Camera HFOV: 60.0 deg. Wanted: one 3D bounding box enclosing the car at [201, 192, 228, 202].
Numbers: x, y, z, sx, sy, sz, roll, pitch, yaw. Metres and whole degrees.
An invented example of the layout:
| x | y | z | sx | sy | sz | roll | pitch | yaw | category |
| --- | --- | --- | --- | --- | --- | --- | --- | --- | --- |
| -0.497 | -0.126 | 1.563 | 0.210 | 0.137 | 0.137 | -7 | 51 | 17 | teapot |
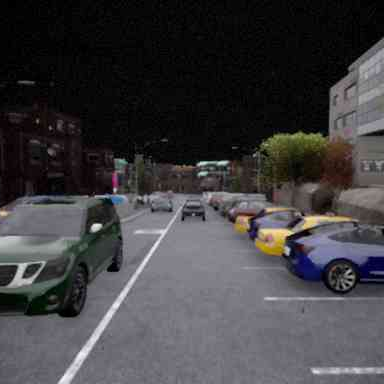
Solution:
| x | y | z | sx | sy | sz | roll | pitch | yaw | category |
| --- | --- | --- | --- | --- | --- | --- | --- | --- | --- |
| 4.631 | 1.098 | 69.659 | 5.566 | 2.045 | 2.435 | 0 | 0 | 0 | car |

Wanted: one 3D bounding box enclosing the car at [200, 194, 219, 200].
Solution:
| x | y | z | sx | sy | sz | roll | pitch | yaw | category |
| --- | --- | --- | --- | --- | --- | --- | --- | --- | --- |
| 4.656 | 1.281 | 89.228 | 4.892 | 1.521 | 2.231 | 0 | 1 | 0 | car |

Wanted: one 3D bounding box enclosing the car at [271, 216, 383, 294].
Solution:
| x | y | z | sx | sy | sz | roll | pitch | yaw | category |
| --- | --- | --- | --- | --- | --- | --- | --- | --- | --- |
| 4.680 | 1.494 | 8.200 | 4.792 | 1.488 | 2.163 | 0 | 0 | 0 | car |

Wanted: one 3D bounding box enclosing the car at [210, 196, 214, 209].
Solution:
| x | y | z | sx | sy | sz | roll | pitch | yaw | category |
| --- | --- | --- | --- | --- | --- | --- | --- | --- | --- |
| 4.649 | 1.417 | 33.468 | 5.008 | 1.535 | 2.097 | 0 | 0 | 0 | car |

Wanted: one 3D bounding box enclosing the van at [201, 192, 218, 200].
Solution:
| x | y | z | sx | sy | sz | roll | pitch | yaw | category |
| --- | --- | --- | --- | --- | --- | --- | --- | --- | --- |
| 4.545 | 1.086 | 86.418 | 4.442 | 1.987 | 1.878 | 0 | 1 | 0 | van |

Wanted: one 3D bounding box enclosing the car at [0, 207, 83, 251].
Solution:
| x | y | z | sx | sy | sz | roll | pitch | yaw | category |
| --- | --- | --- | --- | --- | --- | --- | --- | --- | --- |
| -7.493 | 1.452 | 13.640 | 5.366 | 1.575 | 1.946 | 0 | 0 | 0 | car |

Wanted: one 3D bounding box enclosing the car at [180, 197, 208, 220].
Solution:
| x | y | z | sx | sy | sz | roll | pitch | yaw | category |
| --- | --- | --- | --- | --- | --- | --- | --- | --- | --- |
| 0.105 | 1.455 | 27.496 | 1.837 | 1.490 | 4.892 | 0 | 0 | 0 | car |

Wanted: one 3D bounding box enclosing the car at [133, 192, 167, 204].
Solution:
| x | y | z | sx | sy | sz | roll | pitch | yaw | category |
| --- | --- | --- | --- | --- | --- | --- | --- | --- | --- |
| -7.701 | 1.118 | 59.537 | 5.566 | 2.045 | 2.435 | 0 | 0 | 0 | car |

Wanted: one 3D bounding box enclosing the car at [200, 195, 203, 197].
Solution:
| x | y | z | sx | sy | sz | roll | pitch | yaw | category |
| --- | --- | --- | --- | --- | --- | --- | --- | --- | --- |
| 0.094 | 1.426 | 42.693 | 1.837 | 1.490 | 4.892 | 0 | 0 | 0 | car |

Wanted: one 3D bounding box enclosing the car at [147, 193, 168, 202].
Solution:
| x | y | z | sx | sy | sz | roll | pitch | yaw | category |
| --- | --- | --- | --- | --- | --- | --- | --- | --- | --- |
| -7.702 | 1.216 | 74.228 | 4.553 | 1.767 | 2.185 | 0 | 0 | 0 | car |

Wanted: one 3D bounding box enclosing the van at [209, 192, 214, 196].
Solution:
| x | y | z | sx | sy | sz | roll | pitch | yaw | category |
| --- | --- | --- | --- | --- | --- | --- | --- | --- | --- |
| 4.772 | 1.176 | 41.723 | 4.442 | 1.987 | 1.878 | 0 | 0 | 0 | van |

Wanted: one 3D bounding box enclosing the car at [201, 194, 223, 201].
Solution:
| x | y | z | sx | sy | sz | roll | pitch | yaw | category |
| --- | --- | --- | --- | --- | --- | --- | --- | --- | --- |
| 4.654 | 1.335 | 78.165 | 4.892 | 1.521 | 2.231 | 0 | 0 | 0 | car |

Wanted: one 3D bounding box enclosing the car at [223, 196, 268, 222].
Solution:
| x | y | z | sx | sy | sz | roll | pitch | yaw | category |
| --- | --- | --- | --- | --- | --- | --- | --- | --- | --- |
| 4.621 | 1.313 | 22.170 | 4.553 | 1.767 | 2.185 | 0 | 0 | 0 | car |

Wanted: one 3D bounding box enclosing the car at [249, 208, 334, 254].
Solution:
| x | y | z | sx | sy | sz | roll | pitch | yaw | category |
| --- | --- | --- | --- | --- | --- | --- | --- | --- | --- |
| 4.837 | 1.457 | 10.993 | 5.366 | 1.575 | 1.946 | 0 | 0 | 0 | car |

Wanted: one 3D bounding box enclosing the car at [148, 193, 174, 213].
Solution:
| x | y | z | sx | sy | sz | roll | pitch | yaw | category |
| --- | --- | --- | --- | --- | --- | --- | --- | --- | --- |
| -3.072 | 1.286 | 35.045 | 2.097 | 1.767 | 4.553 | 0 | 0 | 0 | car |

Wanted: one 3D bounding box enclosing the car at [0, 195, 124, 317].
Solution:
| x | y | z | sx | sy | sz | roll | pitch | yaw | category |
| --- | --- | --- | --- | --- | --- | --- | --- | --- | --- |
| -3.089 | 1.199 | 7.764 | 2.150 | 2.045 | 5.566 | 0 | 1 | 0 | car |

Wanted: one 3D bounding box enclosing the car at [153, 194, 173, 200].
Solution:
| x | y | z | sx | sy | sz | roll | pitch | yaw | category |
| --- | --- | --- | --- | --- | --- | --- | --- | --- | --- |
| -7.674 | 1.287 | 88.815 | 5.008 | 1.535 | 2.097 | 0 | 1 | 0 | car |

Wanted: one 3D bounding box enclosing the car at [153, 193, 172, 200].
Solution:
| x | y | z | sx | sy | sz | roll | pitch | yaw | category |
| --- | --- | --- | --- | --- | --- | --- | --- | --- | --- |
| -7.638 | 1.189 | 85.985 | 4.553 | 1.767 | 2.185 | 0 | 0 | 0 | car |

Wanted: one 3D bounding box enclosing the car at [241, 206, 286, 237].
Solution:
| x | y | z | sx | sy | sz | roll | pitch | yaw | category |
| --- | --- | --- | --- | --- | --- | --- | --- | --- | --- |
| 4.680 | 1.484 | 13.788 | 4.792 | 1.488 | 2.163 | 0 | 0 | 0 | car |

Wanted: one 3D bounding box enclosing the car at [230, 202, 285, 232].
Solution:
| x | y | z | sx | sy | sz | roll | pitch | yaw | category |
| --- | --- | --- | --- | --- | --- | --- | --- | --- | --- |
| 4.838 | 1.446 | 16.581 | 5.366 | 1.575 | 1.946 | 0 | 0 | 0 | car |

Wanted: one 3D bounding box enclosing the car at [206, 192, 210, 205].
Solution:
| x | y | z | sx | sy | sz | roll | pitch | yaw | category |
| --- | --- | --- | --- | --- | --- | --- | --- | --- | --- |
| 4.625 | 1.266 | 47.310 | 4.553 | 1.767 | 2.185 | 0 | 0 | 0 | car |

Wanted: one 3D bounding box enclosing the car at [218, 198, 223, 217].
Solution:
| x | y | z | sx | sy | sz | roll | pitch | yaw | category |
| --- | --- | --- | --- | --- | --- | --- | --- | --- | --- |
| 4.647 | 1.434 | 24.961 | 4.892 | 1.521 | 2.231 | 0 | 0 | 0 | car |

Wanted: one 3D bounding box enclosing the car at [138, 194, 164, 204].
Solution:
| x | y | z | sx | sy | sz | roll | pitch | yaw | category |
| --- | --- | --- | --- | --- | --- | --- | --- | --- | --- |
| -7.640 | 1.238 | 62.350 | 4.553 | 1.767 | 2.185 | 0 | 0 | 0 | car |

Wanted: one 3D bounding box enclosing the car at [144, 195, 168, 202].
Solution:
| x | y | z | sx | sy | sz | roll | pitch | yaw | category |
| --- | --- | --- | --- | --- | --- | --- | --- | --- | --- |
| -7.700 | 1.376 | 71.290 | 4.792 | 1.488 | 2.163 | 0 | 0 | 0 | car |

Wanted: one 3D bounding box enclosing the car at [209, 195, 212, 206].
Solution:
| x | y | z | sx | sy | sz | roll | pitch | yaw | category |
| --- | --- | --- | --- | --- | --- | --- | --- | --- | --- |
| 4.653 | 1.447 | 38.930 | 4.674 | 1.452 | 2.002 | 0 | 0 | 0 | car |

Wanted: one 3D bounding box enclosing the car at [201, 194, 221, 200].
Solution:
| x | y | z | sx | sy | sz | roll | pitch | yaw | category |
| --- | --- | --- | --- | --- | --- | --- | --- | --- | --- |
| 4.667 | 1.324 | 83.626 | 4.892 | 1.521 | 2.231 | 0 | 0 | 0 | car |

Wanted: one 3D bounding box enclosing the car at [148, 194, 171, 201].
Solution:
| x | y | z | sx | sy | sz | roll | pitch | yaw | category |
| --- | --- | --- | --- | --- | --- | --- | --- | --- | --- |
| -7.854 | 1.327 | 80.104 | 5.366 | 1.575 | 1.946 | 0 | 0 | 0 | car |

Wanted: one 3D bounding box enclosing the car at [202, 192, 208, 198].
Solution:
| x | y | z | sx | sy | sz | roll | pitch | yaw | category |
| --- | --- | --- | --- | --- | --- | --- | --- | --- | --- |
| 4.684 | 1.135 | 50.105 | 5.566 | 2.045 | 2.435 | 0 | 0 | 0 | car |

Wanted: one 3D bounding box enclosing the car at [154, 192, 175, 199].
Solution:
| x | y | z | sx | sy | sz | roll | pitch | yaw | category |
| --- | --- | --- | --- | --- | --- | --- | --- | --- | --- |
| -7.640 | 0.982 | 91.756 | 5.566 | 2.045 | 2.435 | 0 | 1 | 0 | car |

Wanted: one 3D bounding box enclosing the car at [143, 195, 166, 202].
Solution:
| x | y | z | sx | sy | sz | roll | pitch | yaw | category |
| --- | --- | --- | --- | --- | --- | --- | --- | --- | --- |
| -7.668 | 1.392 | 68.351 | 4.674 | 1.452 | 2.002 | 0 | 0 | 0 | car |

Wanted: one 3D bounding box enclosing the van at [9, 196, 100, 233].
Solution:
| x | y | z | sx | sy | sz | roll | pitch | yaw | category |
| --- | --- | --- | --- | --- | --- | --- | --- | --- | --- |
| -7.794 | 1.219 | 19.096 | 4.442 | 1.987 | 1.878 | 0 | 0 | 0 | van |

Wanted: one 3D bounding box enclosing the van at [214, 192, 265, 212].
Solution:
| x | y | z | sx | sy | sz | roll | pitch | yaw | category |
| --- | --- | --- | --- | --- | --- | --- | --- | --- | --- |
| 4.537 | 1.197 | 30.549 | 4.442 | 1.987 | 1.878 | 0 | 0 | 0 | van |

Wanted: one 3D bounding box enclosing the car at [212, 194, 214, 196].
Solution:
| x | y | z | sx | sy | sz | roll | pitch | yaw | category |
| --- | --- | --- | --- | --- | --- | --- | --- | --- | --- |
| 4.685 | 1.287 | 36.137 | 4.553 | 1.767 | 2.185 | 0 | 0 | 0 | car |
